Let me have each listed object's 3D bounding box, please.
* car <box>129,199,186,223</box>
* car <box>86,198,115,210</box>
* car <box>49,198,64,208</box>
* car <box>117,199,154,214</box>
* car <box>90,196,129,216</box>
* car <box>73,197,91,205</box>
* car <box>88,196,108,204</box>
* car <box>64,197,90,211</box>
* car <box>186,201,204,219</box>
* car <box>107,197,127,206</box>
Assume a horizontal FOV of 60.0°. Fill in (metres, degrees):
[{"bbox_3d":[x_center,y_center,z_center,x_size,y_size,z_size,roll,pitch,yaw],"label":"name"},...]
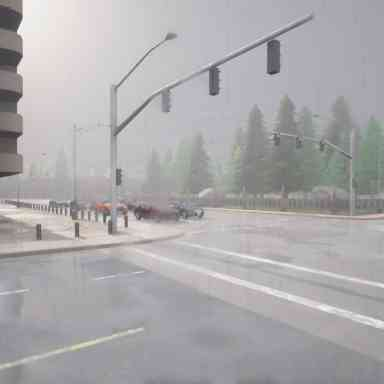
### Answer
[{"bbox_3d":[-2.851,1.533,26.553,1.882,1.535,5.008,0,0,-36],"label":"car"},{"bbox_3d":[-12.552,1.603,45.580,2.033,1.411,5.357,0,0,-36],"label":"car"},{"bbox_3d":[-20.021,1.603,49.856,2.033,1.411,5.357,0,0,-36],"label":"car"},{"bbox_3d":[-6.385,1.547,37.224,2.128,1.511,4.902,0,0,-36],"label":"car"},{"bbox_3d":[-8.320,1.407,33.947,2.097,1.767,4.553,0,0,-36],"label":"car"},{"bbox_3d":[-20.807,1.656,62.957,1.895,1.301,4.718,0,0,-36],"label":"car"},{"bbox_3d":[-18.740,1.547,66.049,2.128,1.511,4.902,0,0,-36],"label":"car"},{"bbox_3d":[-13.748,1.547,41.307,2.128,1.511,4.902,0,0,-36],"label":"car"},{"bbox_3d":[-0.867,1.547,29.758,2.128,1.511,4.902,0,0,-36],"label":"car"},{"bbox_3d":[-13.227,1.581,58.610,1.812,1.442,4.674,0,0,-36],"label":"car"}]
